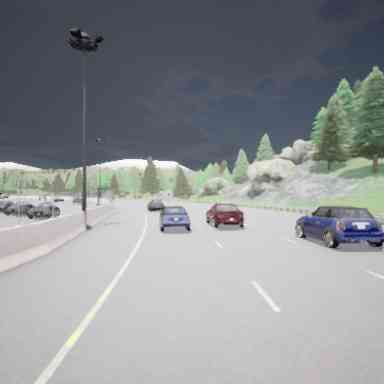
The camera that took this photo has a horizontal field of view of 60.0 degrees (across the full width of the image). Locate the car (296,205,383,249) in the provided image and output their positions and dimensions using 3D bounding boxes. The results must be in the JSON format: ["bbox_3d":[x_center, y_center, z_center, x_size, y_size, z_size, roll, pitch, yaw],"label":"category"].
[{"bbox_3d":[6.407,1.378,14.990,2.097,1.767,4.553,0,0,-4],"label":"car"}]

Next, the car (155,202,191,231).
[{"bbox_3d":[-1.175,1.608,21.385,2.033,1.411,5.357,0,0,-6],"label":"car"}]

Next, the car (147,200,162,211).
[{"bbox_3d":[-4.618,1.689,42.195,1.994,1.385,4.181,0,0,-12],"label":"car"}]

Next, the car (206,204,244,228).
[{"bbox_3d":[2.148,1.535,22.789,1.882,1.535,5.008,0,0,-6],"label":"car"}]
